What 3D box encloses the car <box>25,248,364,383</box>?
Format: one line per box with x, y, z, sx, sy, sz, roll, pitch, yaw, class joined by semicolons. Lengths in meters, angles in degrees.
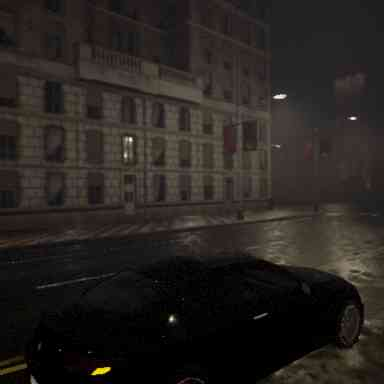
0.415;1.492;4.382;4.674;1.442;1.812;-1;1;-37;car
